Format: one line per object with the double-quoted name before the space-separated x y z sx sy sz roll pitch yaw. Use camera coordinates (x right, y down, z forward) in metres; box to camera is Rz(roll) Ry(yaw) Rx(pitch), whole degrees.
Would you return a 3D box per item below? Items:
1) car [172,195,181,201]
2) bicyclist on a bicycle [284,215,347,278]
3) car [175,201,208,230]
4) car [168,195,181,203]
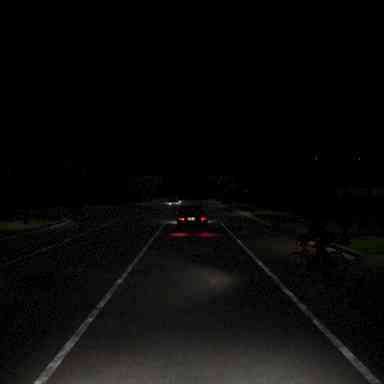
"car" -3.884 1.546 84.433 1.994 1.385 4.181 0 0 0
"bicyclist on a bicycle" 3.219 1.435 8.652 1.656 1.620 0.582 0 0 0
"car" -0.042 1.546 20.894 2.033 1.411 5.357 0 0 -2
"car" -3.817 1.350 69.811 2.097 1.767 4.553 0 0 0
